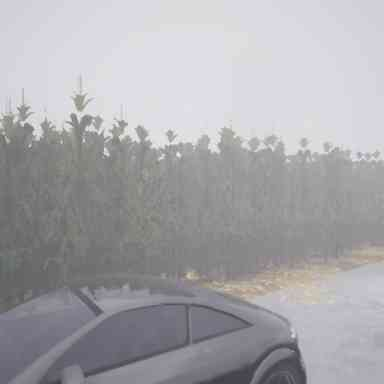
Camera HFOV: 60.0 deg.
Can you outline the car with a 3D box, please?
[{"bbox_3d":[-0.896,1.565,3.022,4.181,1.385,1.994,0,0,-34],"label":"car"}]
